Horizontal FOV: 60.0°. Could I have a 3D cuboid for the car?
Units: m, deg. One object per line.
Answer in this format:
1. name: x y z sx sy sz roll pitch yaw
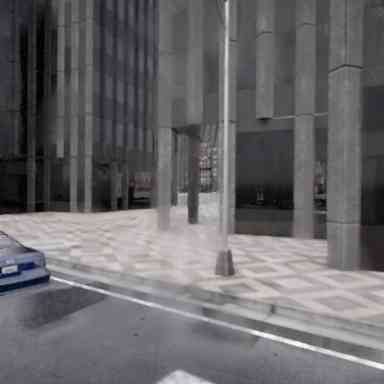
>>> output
1. car: -5.506 1.520 7.848 5.357 1.411 2.033 0 0 36
